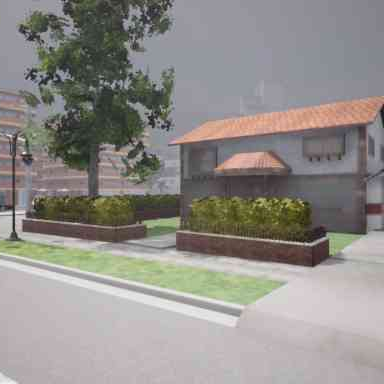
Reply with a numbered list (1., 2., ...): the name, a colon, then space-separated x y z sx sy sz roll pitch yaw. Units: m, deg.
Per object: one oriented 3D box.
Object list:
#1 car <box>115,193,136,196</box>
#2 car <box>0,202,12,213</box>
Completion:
1. car: -10.616 1.225 50.088 2.150 2.045 5.566 0 0 36
2. car: -21.588 1.605 35.036 1.895 1.301 4.718 0 0 33
